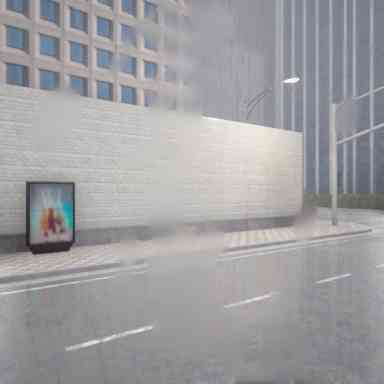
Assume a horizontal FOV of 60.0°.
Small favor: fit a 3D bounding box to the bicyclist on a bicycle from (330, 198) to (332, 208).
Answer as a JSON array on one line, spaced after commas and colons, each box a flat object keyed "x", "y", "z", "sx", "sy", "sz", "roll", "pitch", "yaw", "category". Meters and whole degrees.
[{"x": 18.668, "y": 1.356, "z": 43.951, "sx": 1.656, "sy": 1.620, "sz": 0.582, "roll": 0, "pitch": 0, "yaw": -36, "category": "bicyclist on a bicycle"}]

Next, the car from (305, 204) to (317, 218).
[{"x": 9.065, "y": 1.533, "z": 30.770, "sx": 1.882, "sy": 1.535, "sz": 5.008, "roll": 0, "pitch": 0, "yaw": -36, "category": "car"}]

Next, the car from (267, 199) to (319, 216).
[{"x": 10.446, "y": 1.547, "z": 34.856, "sx": 2.128, "sy": 1.511, "sz": 4.902, "roll": 0, "pitch": 0, "yaw": -36, "category": "car"}]
